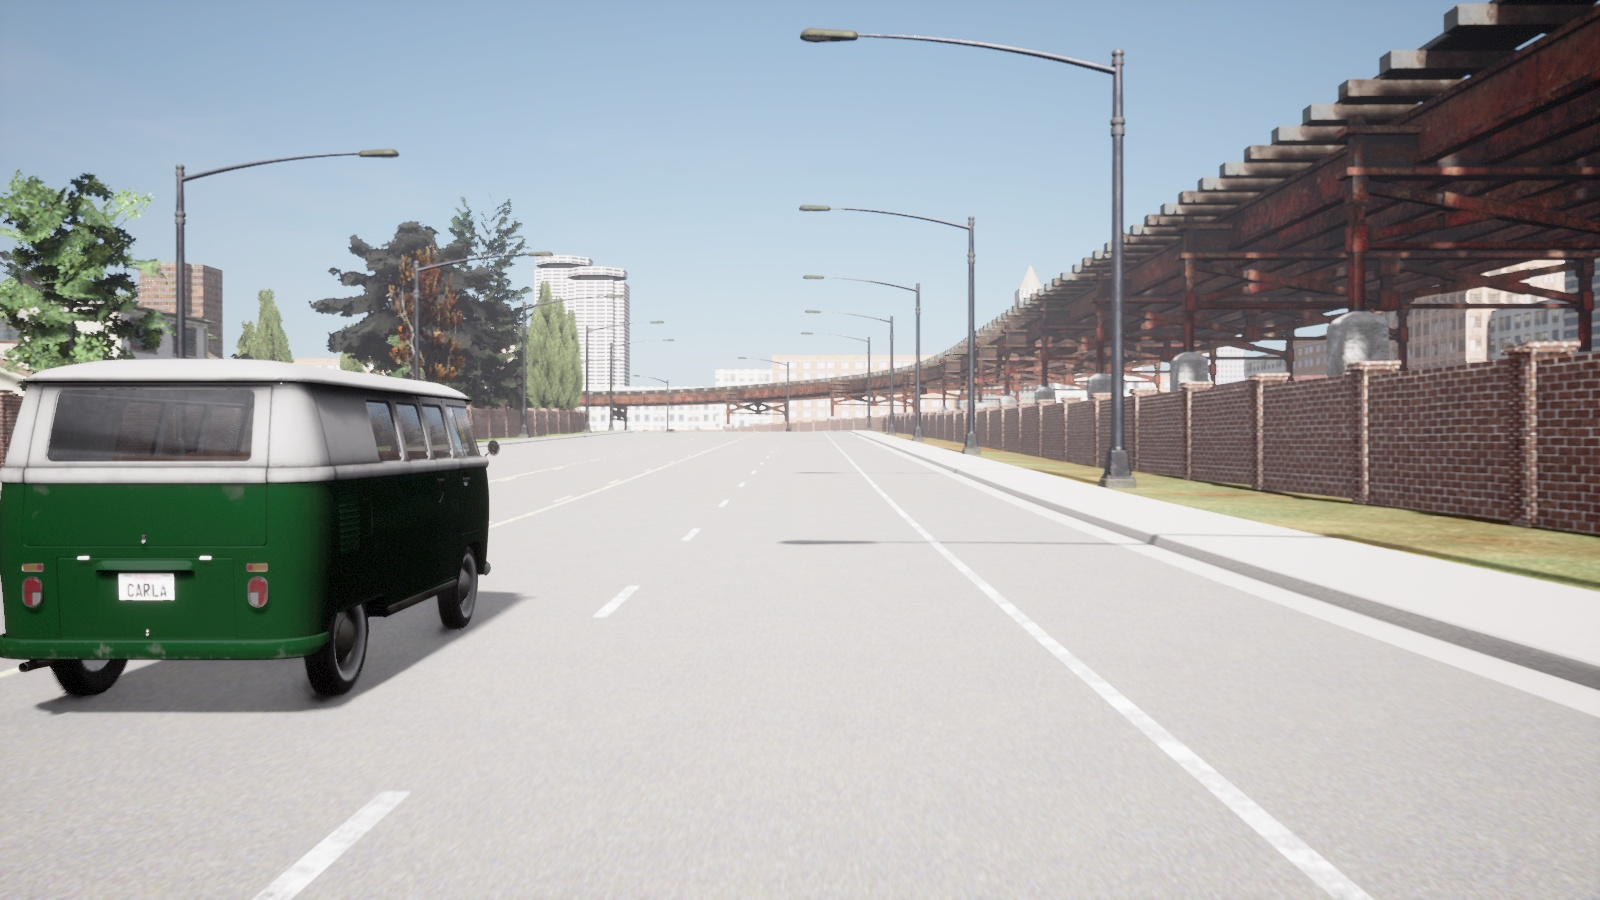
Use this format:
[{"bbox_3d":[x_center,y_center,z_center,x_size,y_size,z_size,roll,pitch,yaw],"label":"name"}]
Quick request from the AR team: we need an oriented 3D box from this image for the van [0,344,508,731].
[{"bbox_3d":[-3.435,0.428,8.674,1.775,1.987,4.442,0,1,0],"label":"van"}]
